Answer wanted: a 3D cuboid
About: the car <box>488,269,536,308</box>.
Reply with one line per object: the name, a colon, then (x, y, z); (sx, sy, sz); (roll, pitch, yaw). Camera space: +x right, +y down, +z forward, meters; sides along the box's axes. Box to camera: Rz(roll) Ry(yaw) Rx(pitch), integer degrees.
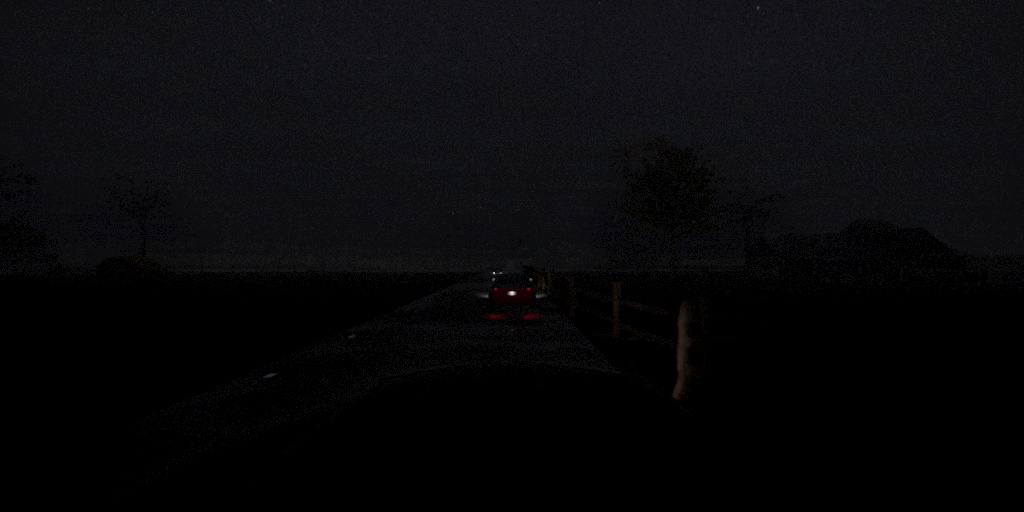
car: (0.011, 1.462, 16.109); (1.994, 1.385, 4.181); (0, -1, 0)
